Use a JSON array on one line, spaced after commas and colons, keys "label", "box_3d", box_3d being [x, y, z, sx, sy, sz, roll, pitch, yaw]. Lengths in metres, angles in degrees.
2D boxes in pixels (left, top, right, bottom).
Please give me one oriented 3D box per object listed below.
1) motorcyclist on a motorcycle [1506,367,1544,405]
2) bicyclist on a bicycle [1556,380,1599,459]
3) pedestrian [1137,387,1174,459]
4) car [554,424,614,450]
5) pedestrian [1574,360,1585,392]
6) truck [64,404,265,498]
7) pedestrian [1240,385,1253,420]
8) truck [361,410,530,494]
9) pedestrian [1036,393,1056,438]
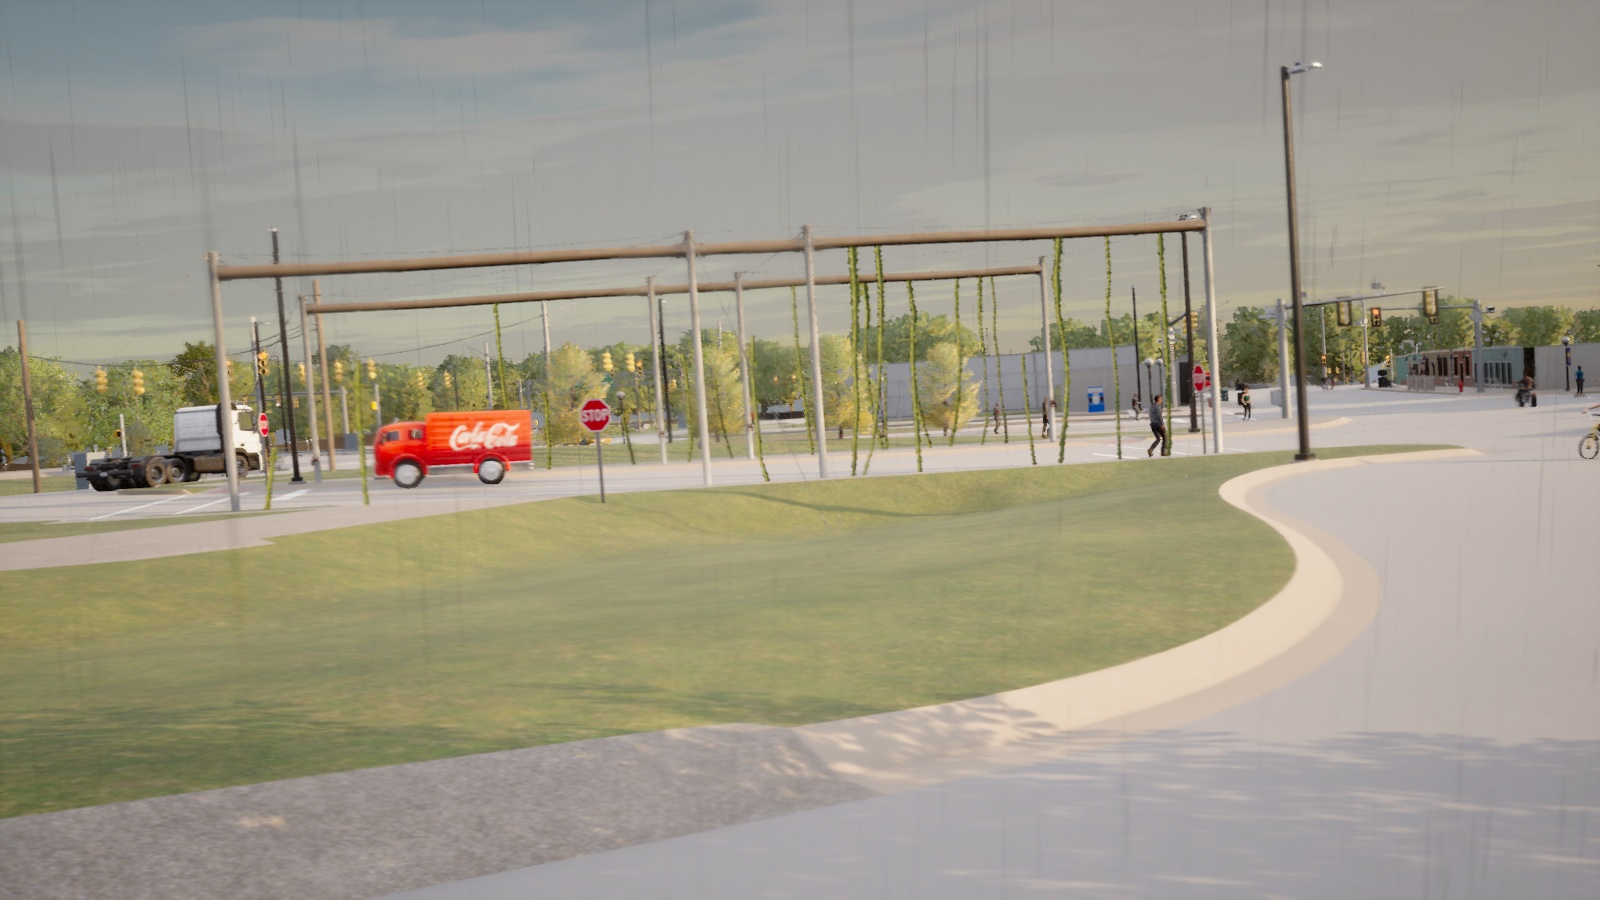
[{"label": "motorcyclist on a motorcycle", "box_3d": [33.354, -2.907, 57.814, 0.766, 1.649, 2.350, -4, 1, 13]}, {"label": "bicyclist on a bicycle", "box_3d": [17.235, -0.679, 26.982, 1.509, 1.612, 0.866, -3, 4, -12]}, {"label": "pedestrian", "box_3d": [9.986, -0.767, 35.302, 0.788, 1.949, 0.423, -5, 3, -14]}, {"label": "car", "box_3d": [-14.945, -0.892, 86.706, 1.801, 1.575, 5.366, -5, 2, -36]}, {"label": "pedestrian", "box_3d": [47.263, -4.502, 76.127, 0.396, 1.930, 0.692, -3, 3, 21]}, {"label": "truck", "box_3d": [-26.424, -0.094, 52.758, 2.891, 3.462, 7.936, -4, 1, 13]}, {"label": "pedestrian", "box_3d": [23.588, -2.503, 66.357, 0.345, 1.836, 0.594, -4, 3, 1]}, {"label": "truck", "box_3d": [-11.858, 0.013, 42.386, 5.204, 2.467, 2.627, -3, 3, -12]}, {"label": "pedestrian", "box_3d": [10.369, -1.440, 52.840, 0.634, 1.846, 0.331, -5, 3, -11]}]
